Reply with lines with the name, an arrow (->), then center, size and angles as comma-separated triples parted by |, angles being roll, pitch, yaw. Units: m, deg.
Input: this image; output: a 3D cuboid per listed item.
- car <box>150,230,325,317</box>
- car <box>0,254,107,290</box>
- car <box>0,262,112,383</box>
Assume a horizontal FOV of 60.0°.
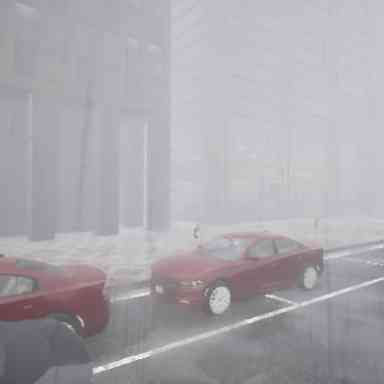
car -> 1.195, 1.596, 7.583 | 4.507, 1.381, 1.887 | 0, 0, -36
car -> -3.311, 1.562, 4.254 | 4.507, 1.381, 1.887 | 0, 0, -36
car -> -2.781, 1.492, 1.218 | 4.902, 1.511, 2.128 | 0, 0, -37
